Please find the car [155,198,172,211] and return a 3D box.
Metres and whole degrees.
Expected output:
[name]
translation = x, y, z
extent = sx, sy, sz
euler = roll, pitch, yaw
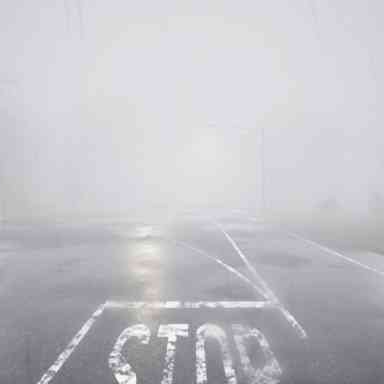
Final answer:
[car]
translation = -3.612, 1.550, 42.139
extent = 1.812, 1.442, 4.674
euler = 0, 0, 0
